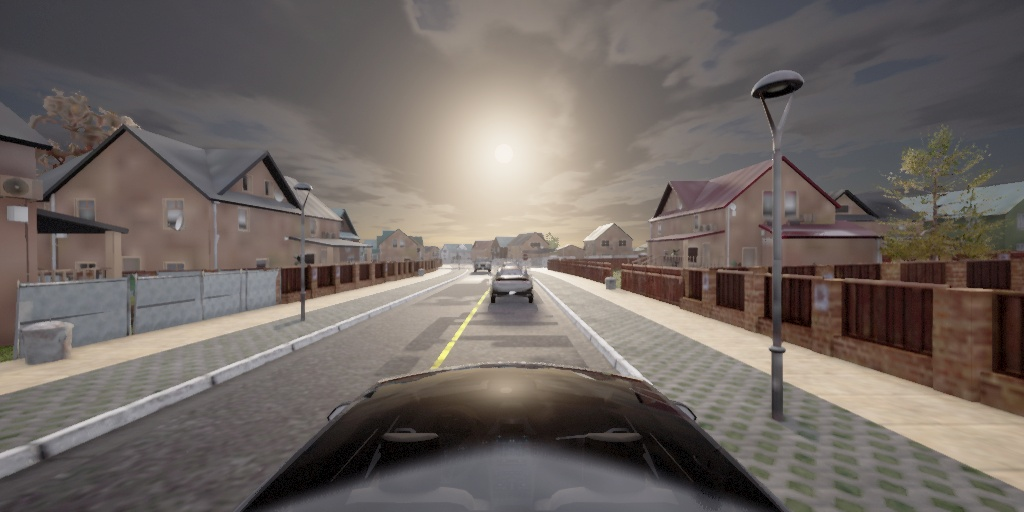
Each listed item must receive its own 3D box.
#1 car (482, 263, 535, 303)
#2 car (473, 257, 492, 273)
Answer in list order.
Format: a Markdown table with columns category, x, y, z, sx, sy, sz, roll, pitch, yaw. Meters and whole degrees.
| category | x | y | z | sx | sy | sz | roll | pitch | yaw |
| --- | --- | --- | --- | --- | --- | --- | --- | --- | --- |
| car | 0.001 | 1.249 | 16.502 | 2.128 | 1.511 | 4.902 | 0 | 0 | 0 |
| car | -3.828 | 1.143 | 46.299 | 2.150 | 2.045 | 5.566 | 0 | 0 | -6 |
